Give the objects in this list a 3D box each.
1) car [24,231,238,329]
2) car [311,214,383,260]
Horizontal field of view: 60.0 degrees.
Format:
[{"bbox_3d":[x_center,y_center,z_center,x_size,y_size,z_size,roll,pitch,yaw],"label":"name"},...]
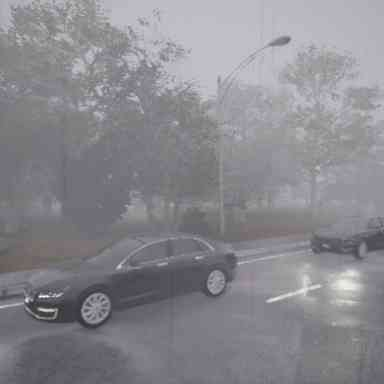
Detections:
[{"bbox_3d":[-1.083,1.718,7.549,4.892,1.490,1.837,0,-2,-38],"label":"car"},{"bbox_3d":[6.863,1.690,13.650,5.008,1.535,1.882,0,-2,-37],"label":"car"}]
